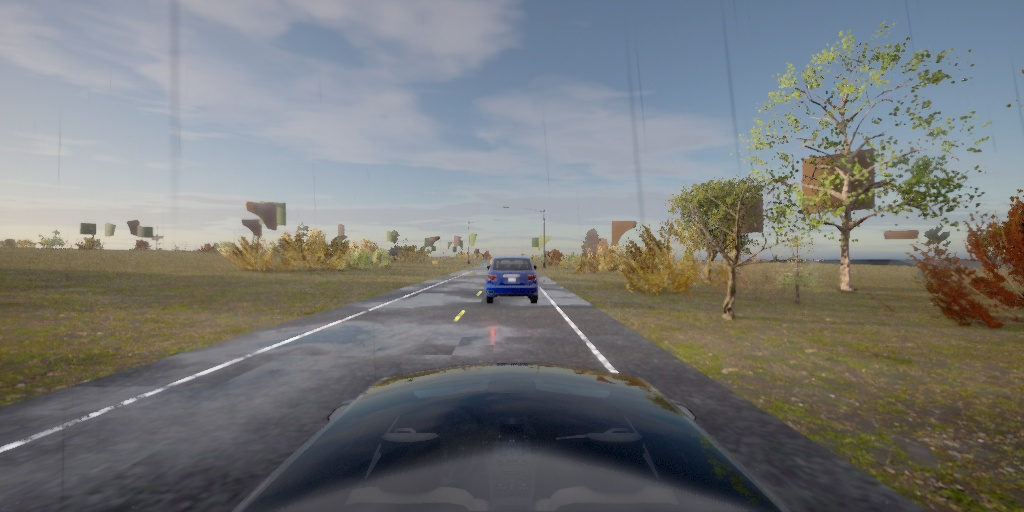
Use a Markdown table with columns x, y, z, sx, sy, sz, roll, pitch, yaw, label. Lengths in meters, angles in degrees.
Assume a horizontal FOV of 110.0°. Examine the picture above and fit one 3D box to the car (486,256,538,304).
| x | y | z | sx | sy | sz | roll | pitch | yaw | label |
| --- | --- | --- | --- | --- | --- | --- | --- | --- | --- |
| 0.000 | 1.010 | 16.531 | 2.150 | 2.045 | 5.566 | 0 | 0 | 0 | car |
